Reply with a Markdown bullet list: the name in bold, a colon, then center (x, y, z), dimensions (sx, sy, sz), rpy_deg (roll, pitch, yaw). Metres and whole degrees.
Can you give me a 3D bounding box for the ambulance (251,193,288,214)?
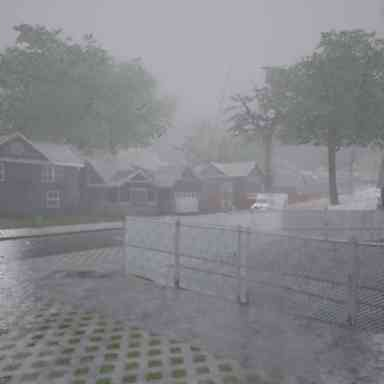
- **ambulance**: center (9.004, 1.398, 38.504), dimensions (2.351, 2.431, 6.366), rpy_deg (0, 0, 36)
